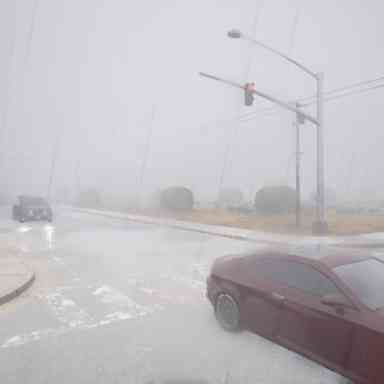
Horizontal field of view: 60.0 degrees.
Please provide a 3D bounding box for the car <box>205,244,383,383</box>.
[{"bbox_3d":[2.022,1.565,4.737,1.812,1.442,4.674,0,0,-35],"label":"car"}]

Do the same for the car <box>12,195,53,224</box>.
[{"bbox_3d":[-12.207,1.326,25.310,2.150,2.045,5.566,0,2,-35],"label":"car"}]
